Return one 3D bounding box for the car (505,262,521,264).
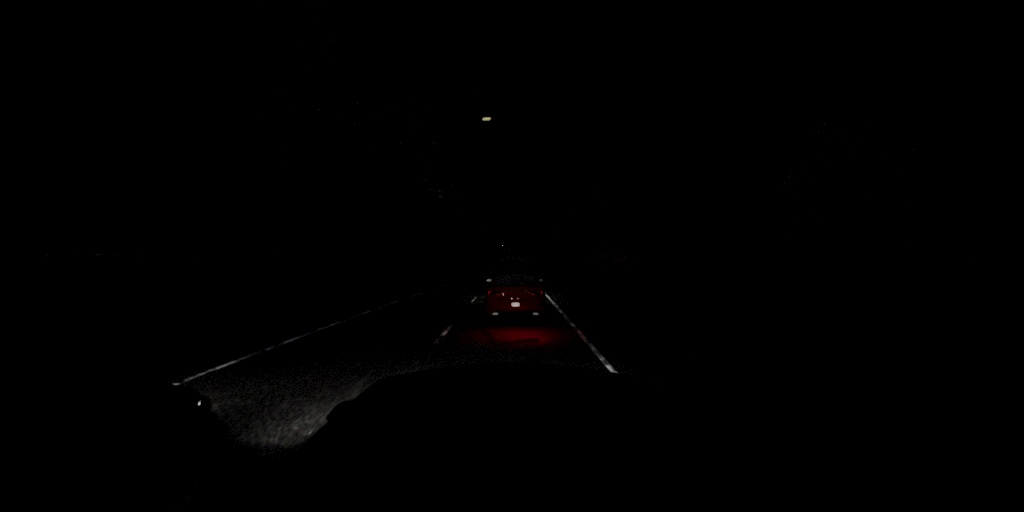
[{"bbox_3d":[0.108,1.248,31.206,2.128,1.511,4.902,0,0,0],"label":"car"}]

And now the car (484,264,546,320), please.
[{"bbox_3d":[0.103,1.229,12.683,1.882,1.535,5.008,0,0,0],"label":"car"}]

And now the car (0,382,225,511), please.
[{"bbox_3d":[-3.399,1.276,1.126,1.812,1.442,4.674,0,0,0],"label":"car"}]
